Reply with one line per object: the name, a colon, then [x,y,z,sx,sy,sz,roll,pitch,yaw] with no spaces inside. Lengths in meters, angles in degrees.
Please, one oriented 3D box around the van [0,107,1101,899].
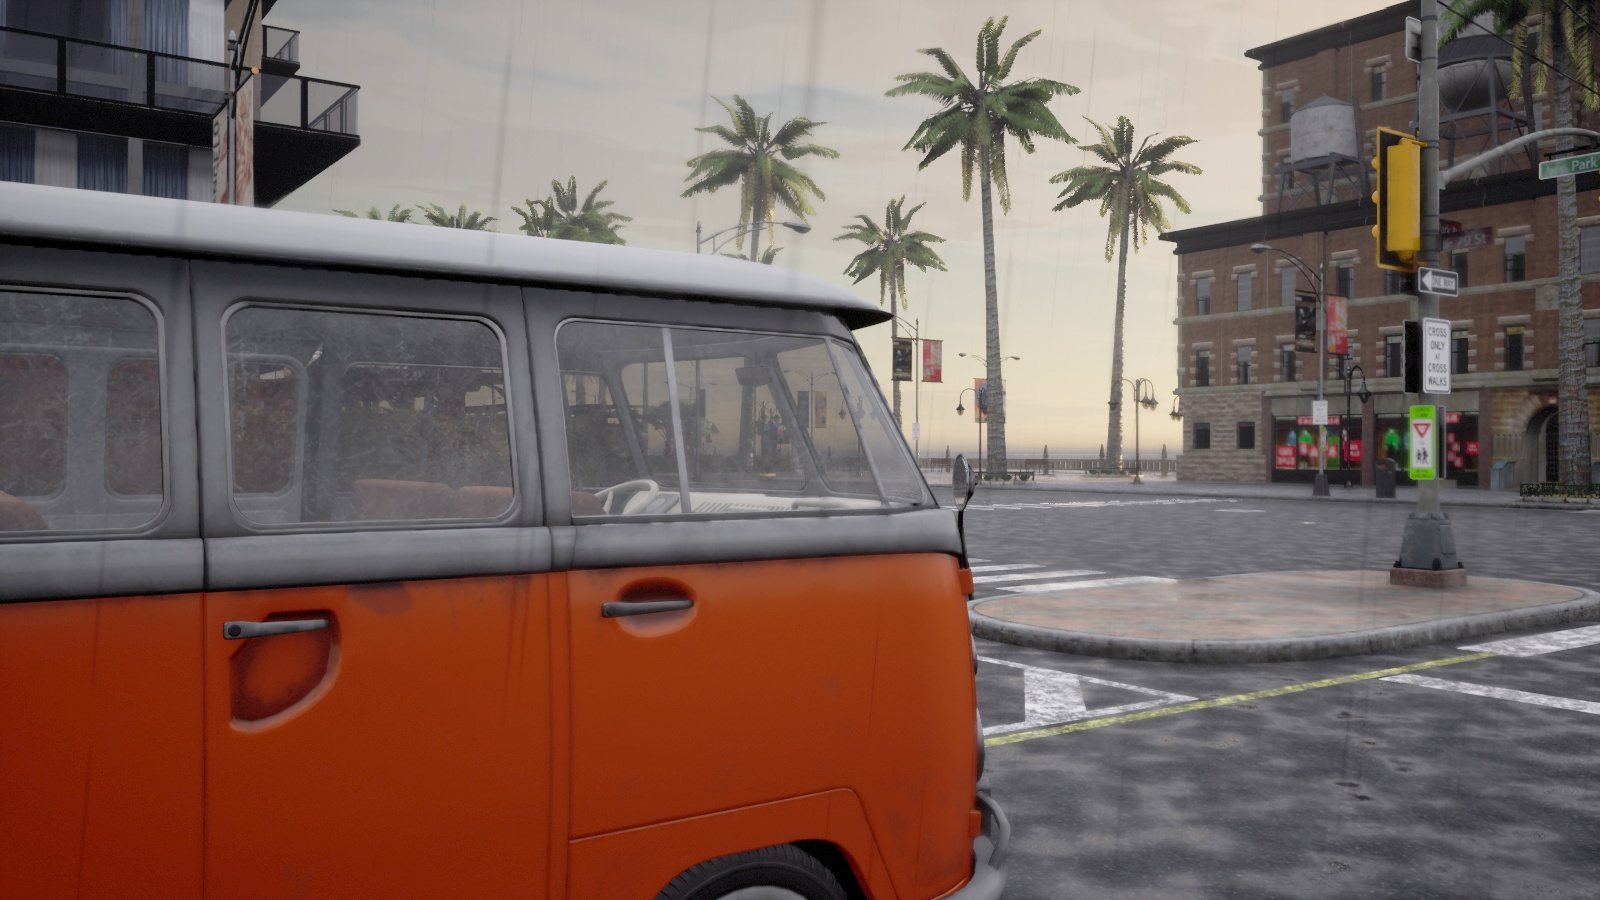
van: [-1.588,0.507,2.554,4.442,1.987,1.775,0,0,-35]
